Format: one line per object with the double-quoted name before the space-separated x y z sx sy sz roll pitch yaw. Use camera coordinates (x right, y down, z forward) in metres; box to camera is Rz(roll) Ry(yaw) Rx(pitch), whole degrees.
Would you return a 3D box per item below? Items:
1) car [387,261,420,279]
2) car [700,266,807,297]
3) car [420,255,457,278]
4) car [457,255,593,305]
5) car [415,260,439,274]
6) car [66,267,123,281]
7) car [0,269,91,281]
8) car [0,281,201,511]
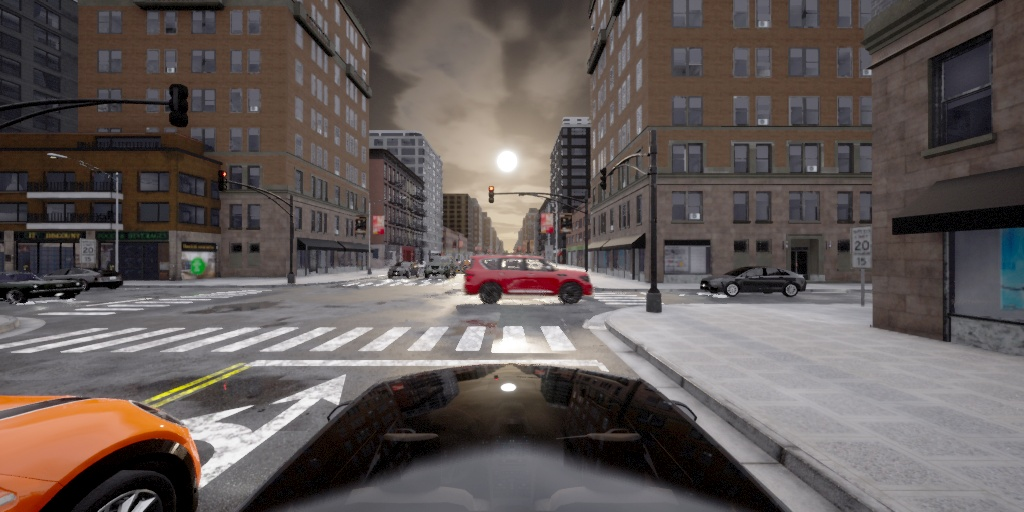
"car" -9.900 1.253 33.054 1.837 1.490 4.892 0 0 0
"car" 12.427 1.294 18.644 4.892 1.490 1.837 0 0 1
"car" -6.646 0.970 33.608 2.150 2.045 5.566 0 0 0
"car" 0.654 0.972 15.669 5.566 2.045 2.150 0 0 -1
"car" -9.918 1.272 42.203 1.812 1.442 4.674 0 0 0
"car" -25.408 1.330 20.966 4.313 1.339 1.948 0 0 0
"car" -21.732 1.344 15.468 4.718 1.301 1.895 0 0 0
"car" -3.237 1.102 0.608 2.097 1.767 4.553 0 0 0
